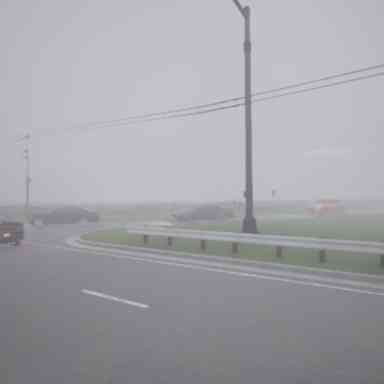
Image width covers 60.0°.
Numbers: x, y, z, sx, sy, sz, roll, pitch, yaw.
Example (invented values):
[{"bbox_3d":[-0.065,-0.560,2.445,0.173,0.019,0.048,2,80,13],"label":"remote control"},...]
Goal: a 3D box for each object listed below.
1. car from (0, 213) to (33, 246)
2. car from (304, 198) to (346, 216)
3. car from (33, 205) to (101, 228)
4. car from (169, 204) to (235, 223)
[{"bbox_3d":[-9.616,1.681,15.155,5.008,1.535,1.882,-2,-1,35],"label":"car"},{"bbox_3d":[13.620,1.455,34.090,4.553,1.767,2.097,0,0,-30],"label":"car"},{"bbox_3d":[-9.333,1.744,24.535,5.008,1.535,1.882,0,0,-7],"label":"car"},{"bbox_3d":[0.860,1.731,27.308,5.357,1.411,2.033,0,0,-23],"label":"car"}]
